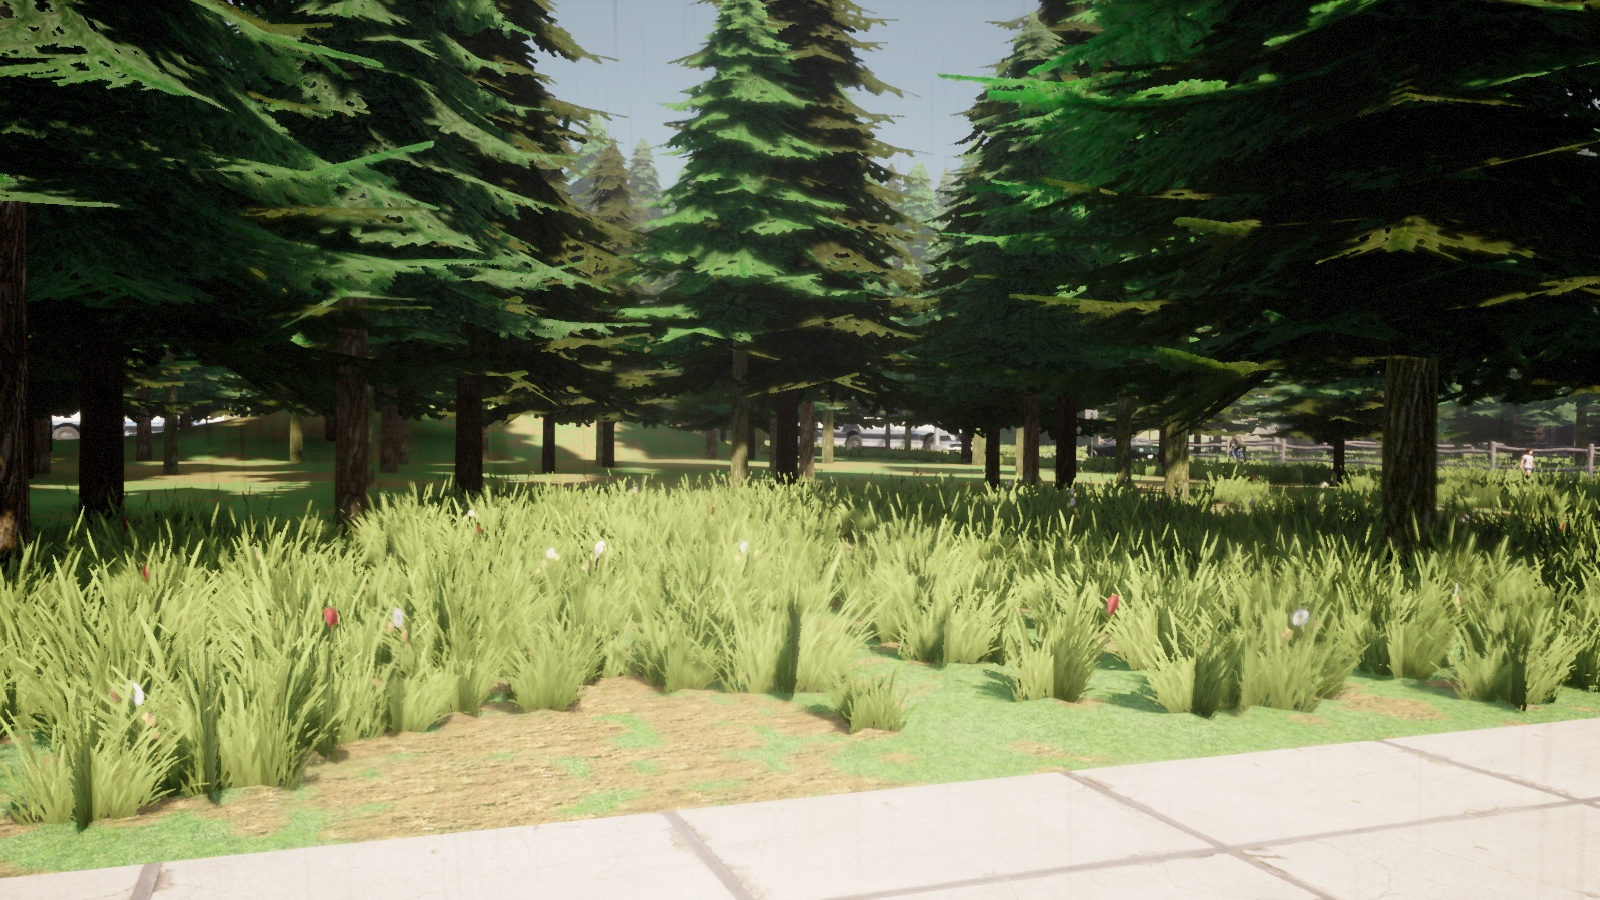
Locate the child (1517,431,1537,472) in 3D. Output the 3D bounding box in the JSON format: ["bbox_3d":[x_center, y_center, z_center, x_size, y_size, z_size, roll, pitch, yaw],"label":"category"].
[{"bbox_3d":[19.938,0.027,34.432,0.255,1.110,0.394,-1,1,-22],"label":"child"}]

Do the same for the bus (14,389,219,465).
[{"bbox_3d":[-40.977,-1.391,75.512,10.273,4.253,3.944,-1,1,-38],"label":"bus"}]

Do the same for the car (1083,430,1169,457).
[{"bbox_3d":[16.733,-0.362,64.693,1.895,1.301,4.718,-1,1,-20],"label":"car"}]

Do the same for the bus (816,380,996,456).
[{"bbox_3d":[6.229,-1.893,75.126,10.273,4.253,3.944,1,2,39],"label":"bus"}]
